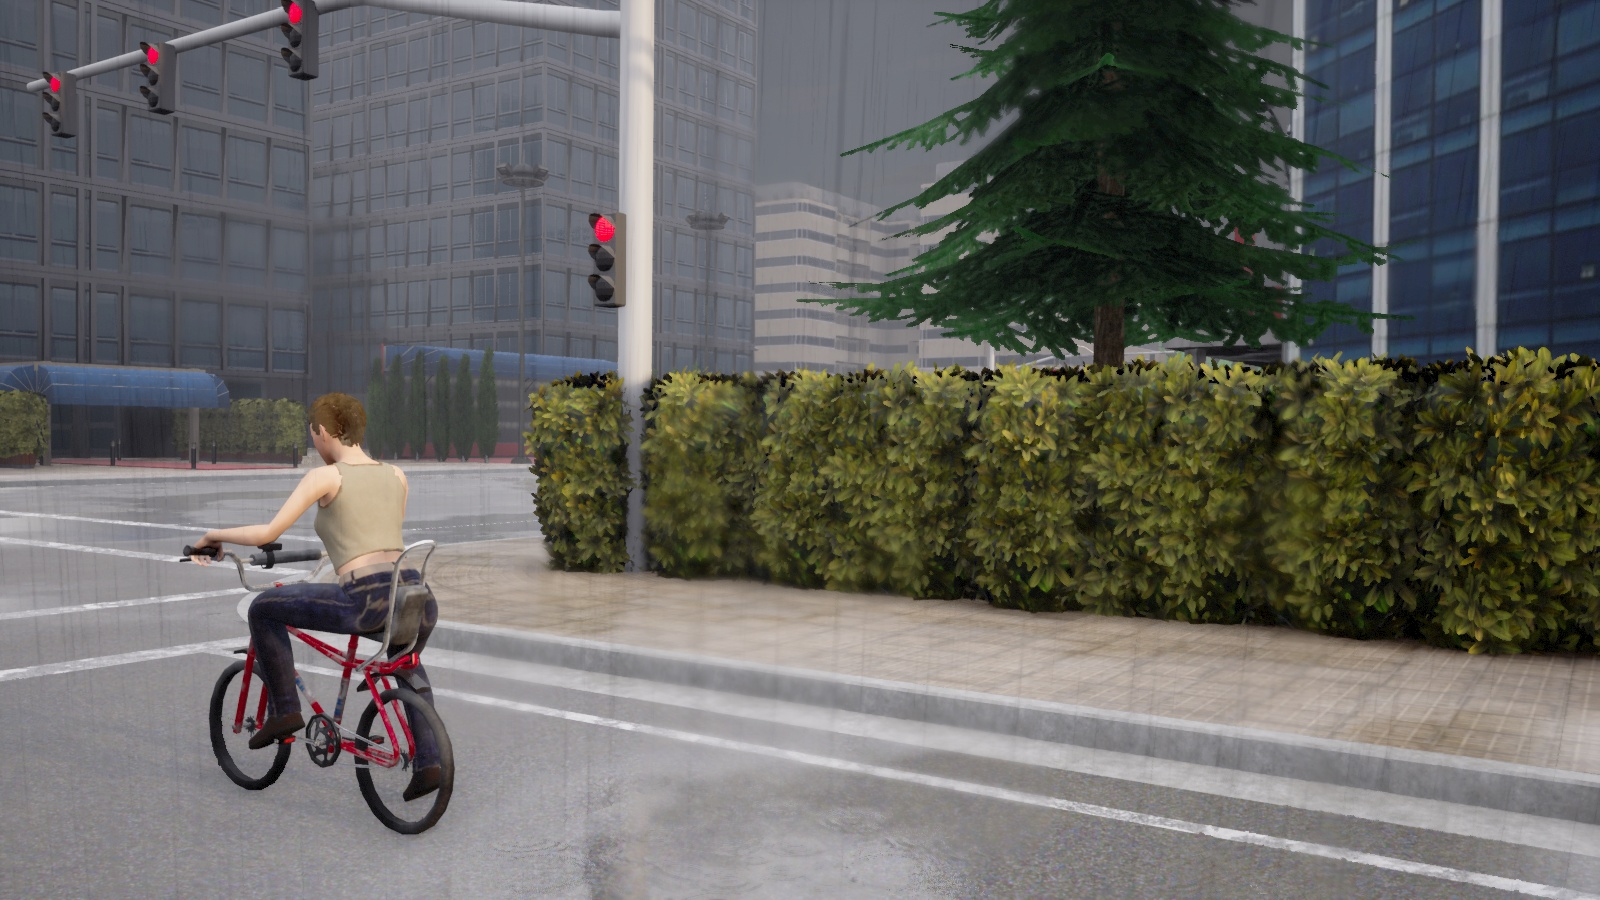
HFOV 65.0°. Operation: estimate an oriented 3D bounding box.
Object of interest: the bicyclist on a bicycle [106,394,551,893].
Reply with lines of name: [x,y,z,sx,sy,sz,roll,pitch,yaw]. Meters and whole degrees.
bicyclist on a bicycle: [-1.824,0.618,4.828,1.509,1.612,0.866,0,1,34]
